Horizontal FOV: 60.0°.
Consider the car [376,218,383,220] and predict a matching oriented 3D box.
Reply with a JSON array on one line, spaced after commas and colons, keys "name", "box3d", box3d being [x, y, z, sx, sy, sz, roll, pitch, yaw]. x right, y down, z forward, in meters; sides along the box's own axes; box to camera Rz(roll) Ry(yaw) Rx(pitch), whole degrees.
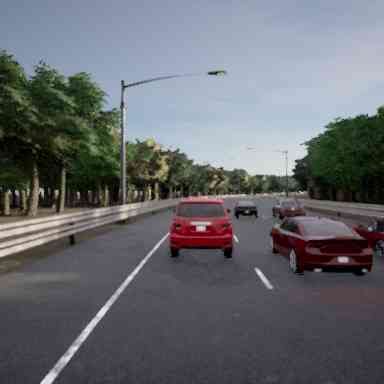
[{"name": "car", "box3d": [7.363, 1.635, 12.643, 1.895, 1.301, 4.718, 0, 0, 2]}]

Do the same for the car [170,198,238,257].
[{"name": "car", "box3d": [0.380, 1.251, 13.226, 2.150, 2.045, 5.566, 0, 0, 2]}]

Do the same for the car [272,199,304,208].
[{"name": "car", "box3d": [8.271, 1.421, 28.864, 2.097, 1.767, 4.553, 0, 0, 4]}]

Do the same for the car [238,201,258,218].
[{"name": "car", "box3d": [4.910, 1.549, 30.799, 1.882, 1.535, 5.008, 0, 0, 5]}]

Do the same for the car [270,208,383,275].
[{"name": "car", "box3d": [3.799, 1.504, 10.653, 1.882, 1.535, 5.008, 0, 0, 2]}]

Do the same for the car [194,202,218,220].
[{"name": "car", "box3d": [1.326, 1.630, 29.850, 1.994, 1.385, 4.181, 0, 0, 4]}]
